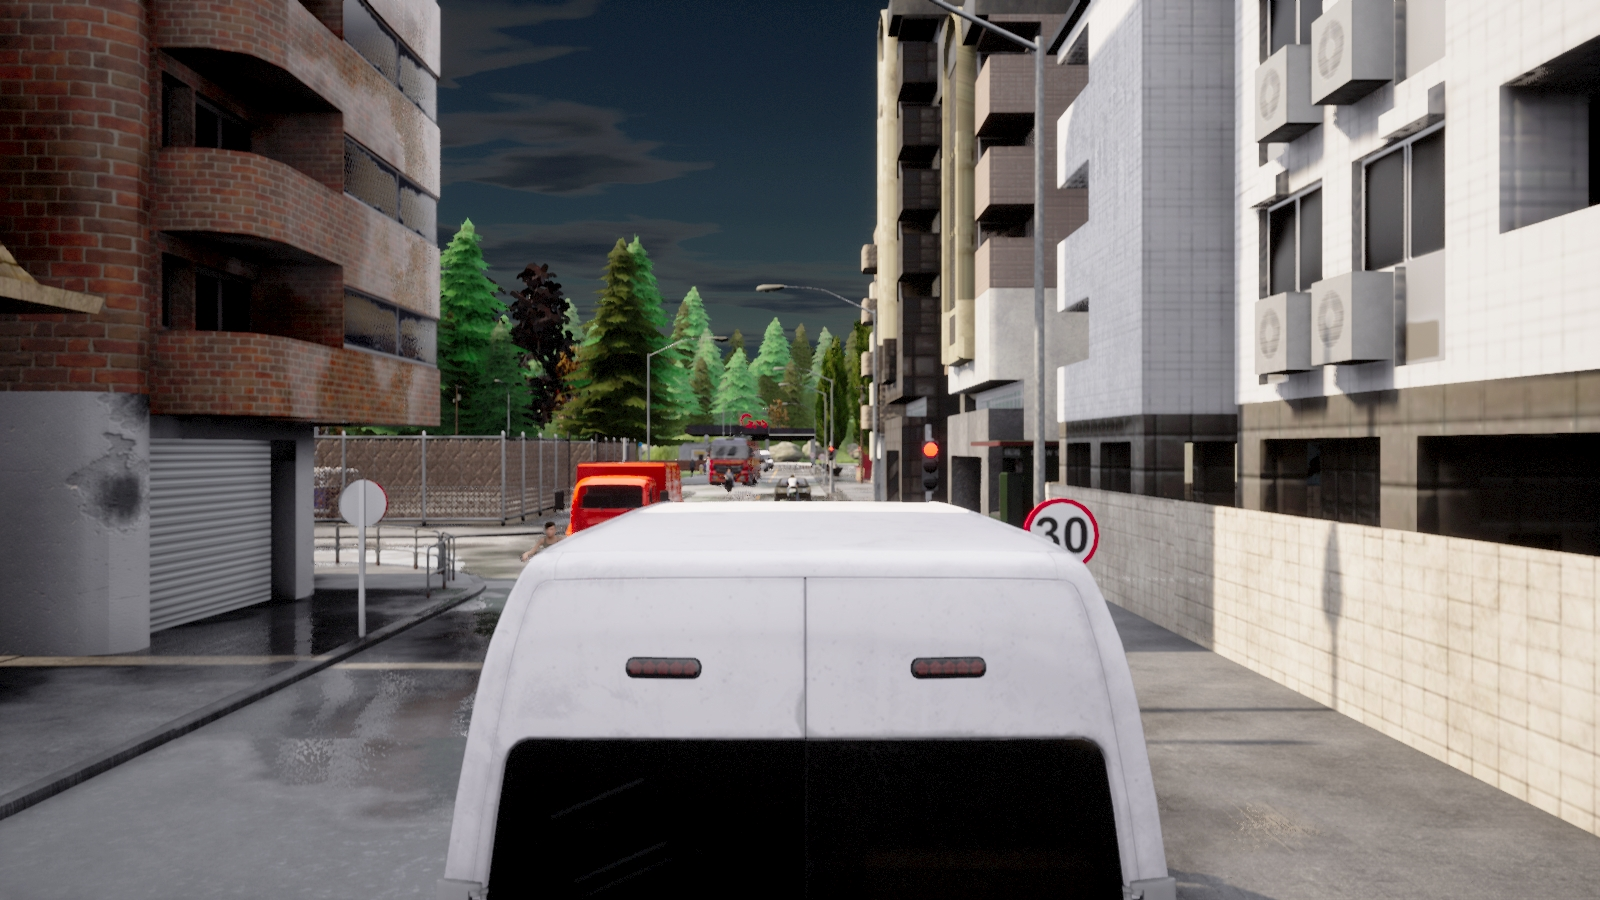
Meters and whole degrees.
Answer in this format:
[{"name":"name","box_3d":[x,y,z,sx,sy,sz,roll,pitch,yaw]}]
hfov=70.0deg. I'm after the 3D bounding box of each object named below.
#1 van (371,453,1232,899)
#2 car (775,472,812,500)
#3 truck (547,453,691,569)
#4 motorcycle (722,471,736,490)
[{"name":"van","box_3d":[-0.009,1.306,5.596,1.988,2.561,5.915,0,0,0]},{"name":"car","box_3d":[-0.339,1.860,60.158,1.895,1.301,4.718,0,0,0]},{"name":"truck","box_3d":[-4.138,1.313,27.191,2.627,2.467,5.204,0,0,0]},{"name":"motorcycle","box_3d":[-4.474,1.904,71.892,0.803,1.145,2.033,0,0,0]}]
